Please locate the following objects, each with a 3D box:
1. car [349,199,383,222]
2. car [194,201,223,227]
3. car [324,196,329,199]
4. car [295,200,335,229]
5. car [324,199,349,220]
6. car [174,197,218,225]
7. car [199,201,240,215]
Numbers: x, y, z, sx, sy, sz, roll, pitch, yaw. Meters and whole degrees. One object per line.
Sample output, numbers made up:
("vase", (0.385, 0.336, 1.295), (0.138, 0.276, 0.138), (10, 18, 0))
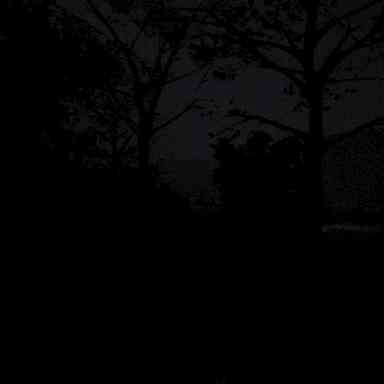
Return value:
("car", (15.265, 1.473, 27.367), (4.553, 1.767, 2.185), (0, -1, -42))
("car", (2.901, 1.612, 22.878), (4.892, 1.521, 2.231), (0, -1, -42))
("car", (11.318, 1.413, 31.826), (5.566, 2.045, 2.435), (0, -1, -41))
("car", (7.687, 1.607, 25.001), (1.882, 1.535, 5.008), (0, -1, -41))
("car", (13.272, 1.632, 29.655), (5.008, 1.535, 2.097), (0, -1, -42))
("car", (1.065, 1.395, 24.986), (5.566, 2.045, 2.435), (0, -1, -42))
("car", (3.465, 1.897, 41.086), (5.366, 1.575, 1.946), (0, -2, -41))
